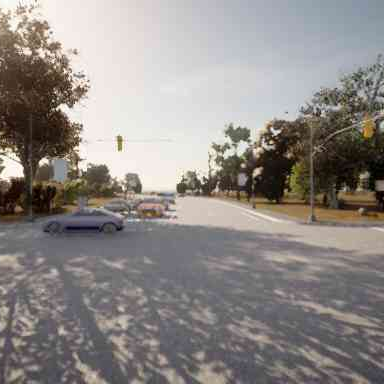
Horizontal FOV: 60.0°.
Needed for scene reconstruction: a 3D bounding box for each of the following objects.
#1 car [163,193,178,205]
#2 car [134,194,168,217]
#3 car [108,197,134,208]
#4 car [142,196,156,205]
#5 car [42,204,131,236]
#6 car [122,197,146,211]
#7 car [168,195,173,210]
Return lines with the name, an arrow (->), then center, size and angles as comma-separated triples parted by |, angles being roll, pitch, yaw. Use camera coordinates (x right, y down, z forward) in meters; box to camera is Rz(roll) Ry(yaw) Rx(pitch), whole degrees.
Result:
car -> -3.769, 1.352, 56.101 | 1.812, 1.442, 4.674 | 0, 0, -1
car -> -3.593, 1.294, 29.980 | 2.097, 1.767, 4.553 | 0, 0, 0
car -> -7.094, 1.444, 31.731 | 1.837, 1.490, 4.892 | 0, 0, 0
car -> -7.286, 1.425, 56.363 | 1.895, 1.301, 4.718 | 0, 0, -1
car -> -5.612, 1.530, 17.624 | 4.181, 1.385, 1.994 | 0, 0, -3
car -> -7.110, 1.402, 41.150 | 2.128, 1.511, 4.902 | 0, 0, 0
car -> -3.604, 1.422, 39.215 | 1.837, 1.490, 4.892 | 0, 0, 0
